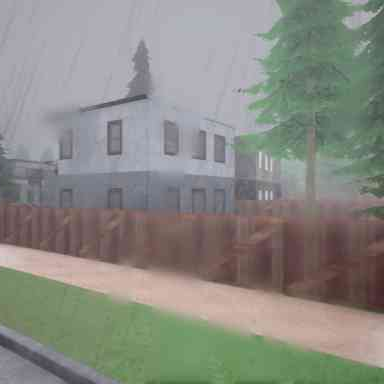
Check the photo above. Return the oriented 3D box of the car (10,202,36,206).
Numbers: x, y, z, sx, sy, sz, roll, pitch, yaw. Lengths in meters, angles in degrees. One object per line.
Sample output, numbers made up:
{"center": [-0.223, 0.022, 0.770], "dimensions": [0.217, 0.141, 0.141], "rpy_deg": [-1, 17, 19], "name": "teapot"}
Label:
{"center": [-15.351, 1.581, 29.329], "dimensions": [1.895, 1.301, 4.718], "rpy_deg": [0, 0, 28], "name": "car"}
